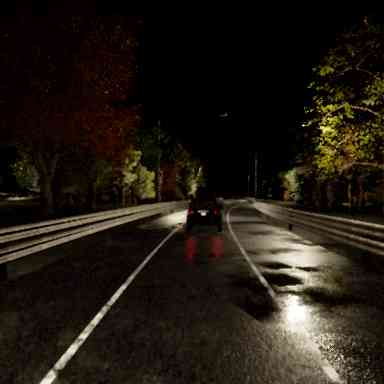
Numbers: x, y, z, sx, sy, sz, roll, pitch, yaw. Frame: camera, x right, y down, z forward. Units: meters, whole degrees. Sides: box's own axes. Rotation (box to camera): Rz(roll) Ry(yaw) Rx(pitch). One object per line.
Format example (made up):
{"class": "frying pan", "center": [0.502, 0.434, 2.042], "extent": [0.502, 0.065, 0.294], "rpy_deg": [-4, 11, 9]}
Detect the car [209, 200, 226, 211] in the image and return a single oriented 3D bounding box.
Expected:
{"class": "car", "center": [3.756, 1.959, 47.927], "extent": [2.033, 1.411, 5.357], "rpy_deg": [0, -1, 9]}

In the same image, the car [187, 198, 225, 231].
{"class": "car", "center": [0.891, 1.400, 22.235], "extent": [2.150, 2.045, 5.566], "rpy_deg": [0, 0, 4]}
